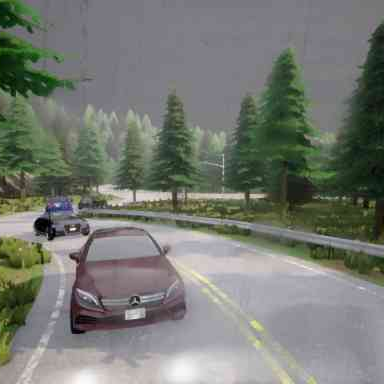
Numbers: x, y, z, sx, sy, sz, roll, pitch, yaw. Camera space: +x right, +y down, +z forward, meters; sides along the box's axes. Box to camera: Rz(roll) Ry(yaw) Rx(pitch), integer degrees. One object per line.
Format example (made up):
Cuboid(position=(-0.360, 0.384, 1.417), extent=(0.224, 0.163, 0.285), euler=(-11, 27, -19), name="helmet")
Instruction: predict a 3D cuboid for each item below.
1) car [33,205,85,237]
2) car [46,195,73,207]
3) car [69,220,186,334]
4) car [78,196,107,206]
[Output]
Cuboid(position=(-7.036, 1.664, 17.764), extent=(1.994, 1.385, 4.181), euler=(-4, 2, -38), name="car")
Cuboid(position=(-12.829, 1.326, 32.225), extent=(2.150, 2.045, 5.566), euler=(-1, 0, -18), name="car")
Cuboid(position=(-1.514, 1.523, 7.060), extent=(1.812, 1.442, 4.674), euler=(-2, 0, -17), name="car")
Cuboid(position=(-12.675, 1.289, 42.812), extent=(2.097, 1.767, 4.553), euler=(2, 2, 13), name="car")
